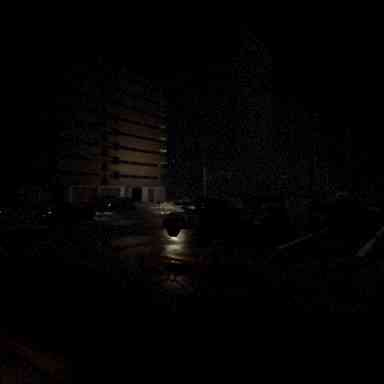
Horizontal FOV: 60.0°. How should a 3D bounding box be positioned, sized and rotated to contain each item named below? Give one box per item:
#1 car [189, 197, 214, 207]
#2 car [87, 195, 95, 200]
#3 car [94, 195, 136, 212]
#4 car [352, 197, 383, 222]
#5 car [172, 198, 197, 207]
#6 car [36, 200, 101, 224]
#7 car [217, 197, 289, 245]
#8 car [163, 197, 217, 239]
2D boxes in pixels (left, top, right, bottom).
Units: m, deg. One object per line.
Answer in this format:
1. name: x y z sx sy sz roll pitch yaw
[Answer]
1. car: 1.664 1.638 55.947 1.882 1.535 5.008 0 0 34
2. car: -11.892 1.375 42.187 2.150 2.045 5.566 0 0 34
3. car: -8.982 1.490 40.237 2.097 1.767 4.553 0 0 34
4. car: 15.038 1.412 27.929 1.970 1.475 3.806 0 0 34
5. car: -1.260 1.812 57.870 1.895 1.301 4.718 0 0 34
6. car: -9.819 1.630 26.191 1.812 1.442 4.674 0 0 35
7. car: 3.018 1.184 14.969 1.905 1.878 3.866 0 0 34
8. car: 0.650 1.194 16.634 1.932 1.855 4.605 0 0 34
